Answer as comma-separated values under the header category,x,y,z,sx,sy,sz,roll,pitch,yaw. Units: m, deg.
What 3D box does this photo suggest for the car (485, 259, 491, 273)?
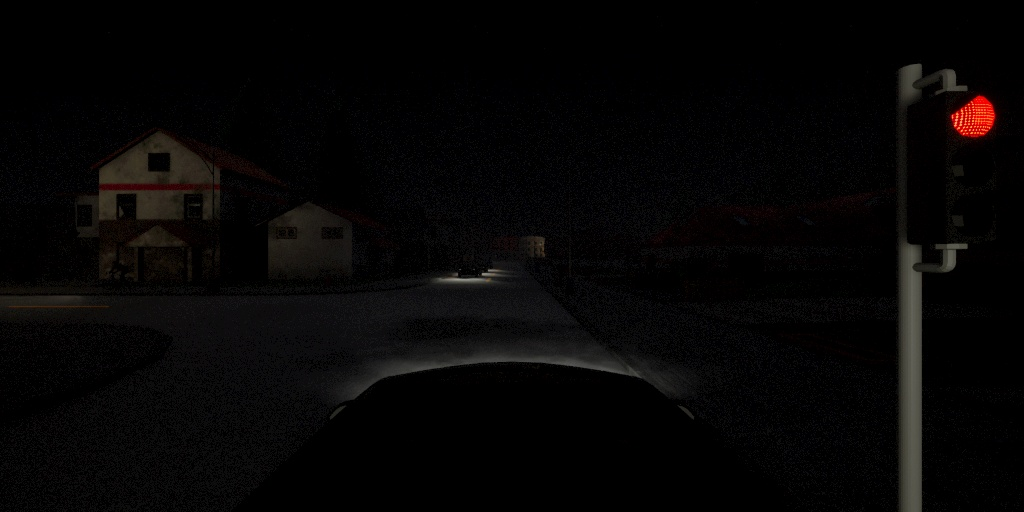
category,x,y,z,sx,sy,sz,roll,pitch,yaw
car,-4.055,1.228,44.932,1.882,1.535,5.008,0,0,0

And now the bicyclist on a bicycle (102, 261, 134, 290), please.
category,x,y,z,sx,sy,sz,roll,pitch,yaw
bicyclist on a bicycle,-22.523,1.099,20.511,0.582,1.620,1.656,0,0,0

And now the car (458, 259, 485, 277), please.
category,x,y,z,sx,sy,sz,roll,pitch,yaw
car,-4.085,1.228,35.278,1.882,1.535,5.008,0,0,2

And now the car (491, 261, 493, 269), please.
category,x,y,z,sx,sy,sz,roll,pitch,yaw
car,-4.027,1.227,55.431,1.882,1.535,5.008,0,0,0
